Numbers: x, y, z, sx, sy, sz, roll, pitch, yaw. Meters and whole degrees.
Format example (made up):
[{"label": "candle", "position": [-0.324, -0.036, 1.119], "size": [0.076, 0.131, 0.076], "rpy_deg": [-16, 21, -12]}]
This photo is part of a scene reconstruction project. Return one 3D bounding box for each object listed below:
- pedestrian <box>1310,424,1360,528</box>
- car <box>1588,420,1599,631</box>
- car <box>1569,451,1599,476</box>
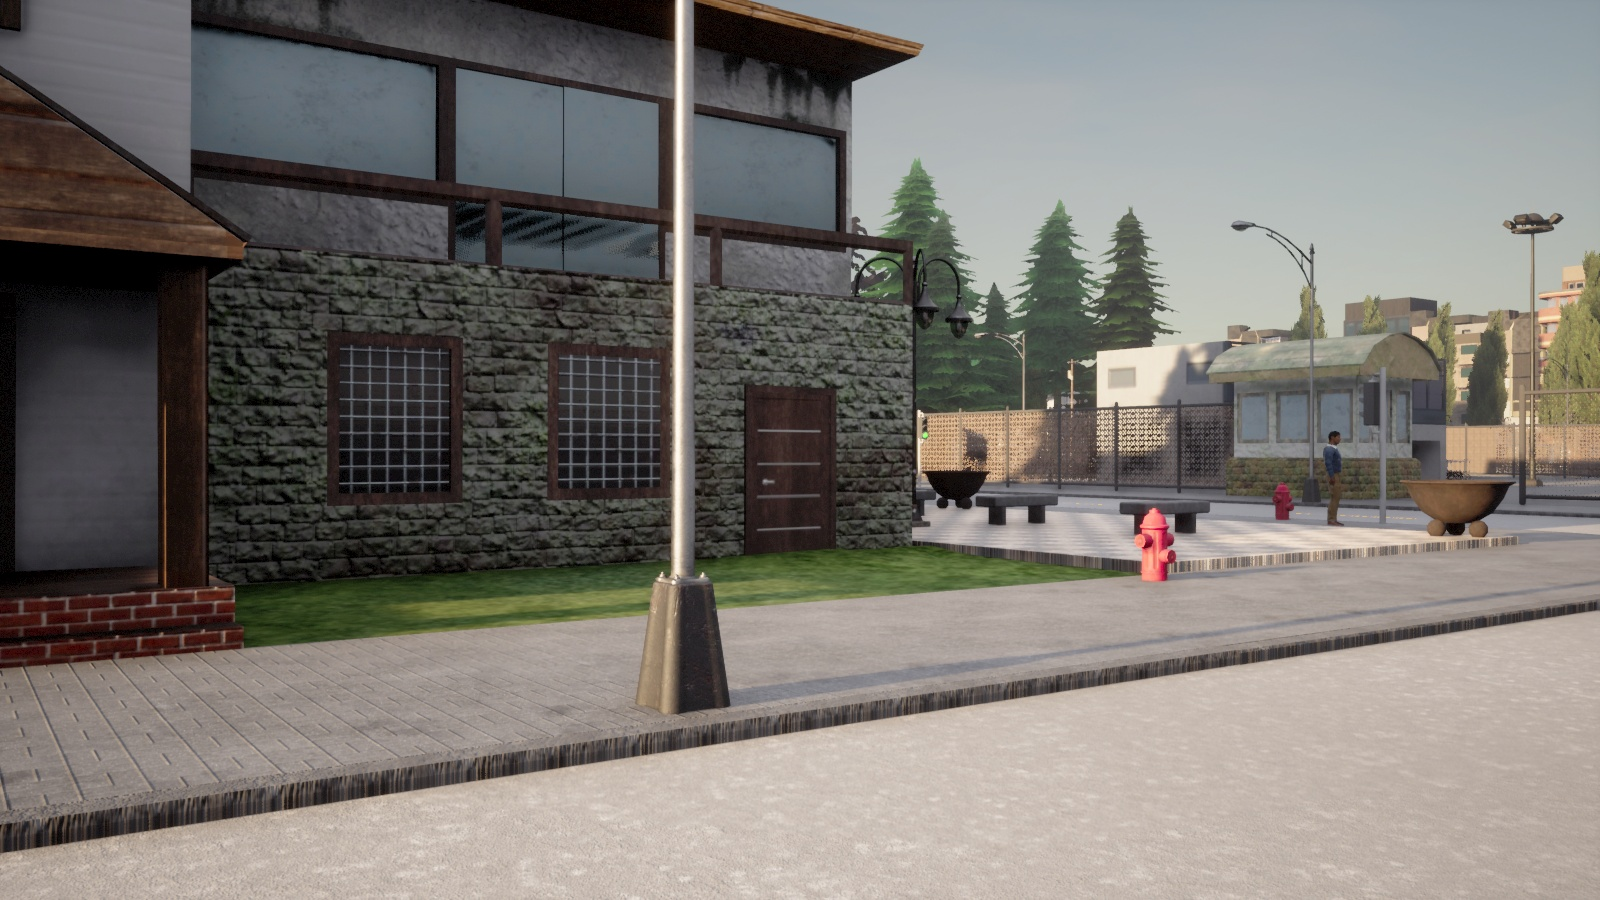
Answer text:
[{"label": "pedestrian", "position": [10.221, 0.487, 24.008], "size": [0.788, 1.949, 0.423], "rpy_deg": [0, 0, 39]}, {"label": "car", "position": [8.809, 0.596, 10.361], "size": [4.611, 1.667, 2.242], "rpy_deg": [0, 0, -34]}, {"label": "car", "position": [49.370, 0.830, 75.595], "size": [1.837, 1.490, 4.892], "rpy_deg": [0, 0, -35]}]
